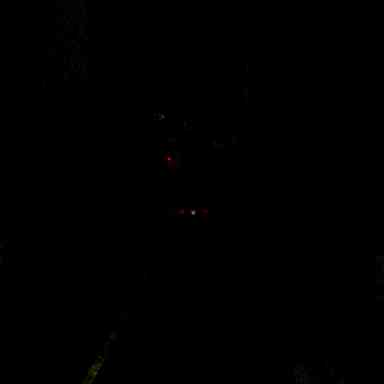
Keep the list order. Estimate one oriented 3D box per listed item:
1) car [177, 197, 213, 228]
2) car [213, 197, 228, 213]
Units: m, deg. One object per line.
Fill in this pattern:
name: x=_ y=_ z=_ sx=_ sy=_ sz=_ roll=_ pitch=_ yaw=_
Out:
car: x=0.076 y=1.437 z=24.162 sx=2.150 sy=2.045 sz=5.566 roll=0 pitch=0 yaw=0
car: x=2.163 y=1.556 z=39.110 sx=2.150 sy=2.045 sz=5.566 roll=-2 pitch=-1 yaw=32
